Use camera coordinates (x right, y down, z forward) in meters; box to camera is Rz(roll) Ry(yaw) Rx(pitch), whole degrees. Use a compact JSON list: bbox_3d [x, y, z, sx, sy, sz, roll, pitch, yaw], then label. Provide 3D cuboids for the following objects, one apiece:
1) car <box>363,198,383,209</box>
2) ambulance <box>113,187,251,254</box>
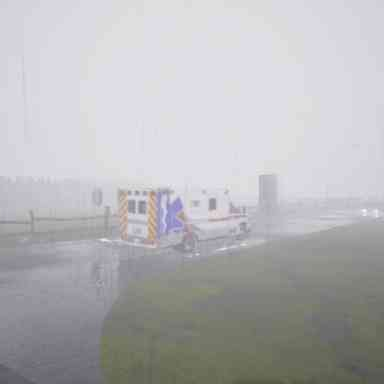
[{"bbox_3d":[24.216,1.466,43.838,1.895,1.301,4.718,1,1,44],"label":"car"},{"bbox_3d":[0.016,1.016,13.762,2.351,2.431,6.366,1,1,42],"label":"ambulance"}]
